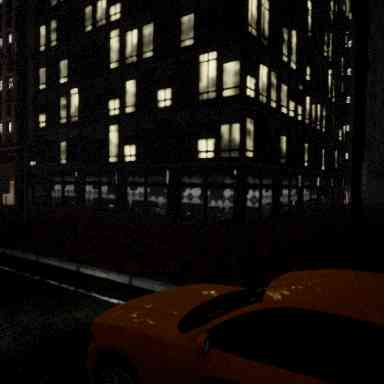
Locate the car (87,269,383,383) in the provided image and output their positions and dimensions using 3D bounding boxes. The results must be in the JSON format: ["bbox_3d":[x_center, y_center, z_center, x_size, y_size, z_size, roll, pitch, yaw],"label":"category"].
[{"bbox_3d":[1.176,1.458,2.849,5.008,1.535,1.882,0,0,35],"label":"car"}]
